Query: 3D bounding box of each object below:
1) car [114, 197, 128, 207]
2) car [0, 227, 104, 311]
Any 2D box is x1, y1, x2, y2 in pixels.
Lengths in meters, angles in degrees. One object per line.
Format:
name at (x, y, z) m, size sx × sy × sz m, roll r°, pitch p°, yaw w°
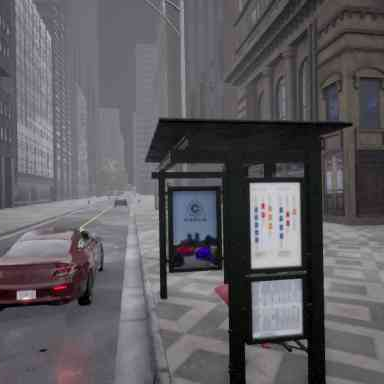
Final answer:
car at (-10.987, 1.494, 51.500) m, size 1.882 × 1.535 × 5.008 m, roll -1°, pitch 0°, yaw -10°
car at (-3.150, 1.535, 7.759) m, size 1.812 × 1.442 × 4.674 m, roll -1°, pitch 0°, yaw -10°
